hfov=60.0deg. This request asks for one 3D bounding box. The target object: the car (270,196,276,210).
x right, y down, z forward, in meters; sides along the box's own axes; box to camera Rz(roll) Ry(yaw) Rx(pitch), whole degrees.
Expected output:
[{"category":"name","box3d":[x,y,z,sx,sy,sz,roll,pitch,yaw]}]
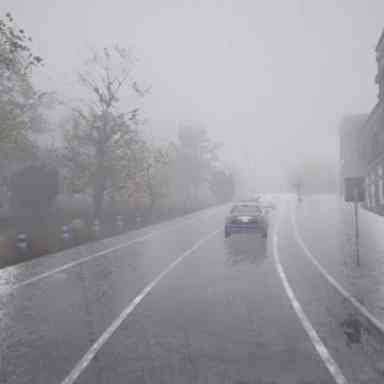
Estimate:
[{"category":"car","box3d":[8.050,1.114,35.836,1.812,1.442,4.674,-1,1,16]}]

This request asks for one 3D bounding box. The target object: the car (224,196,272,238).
[{"category":"car","box3d":[3.046,1.347,17.950,2.097,1.767,4.553,-1,1,14]}]

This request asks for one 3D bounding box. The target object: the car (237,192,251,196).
[{"category":"car","box3d":[6.630,0.853,43.027,2.097,1.767,4.553,-1,1,17]}]
